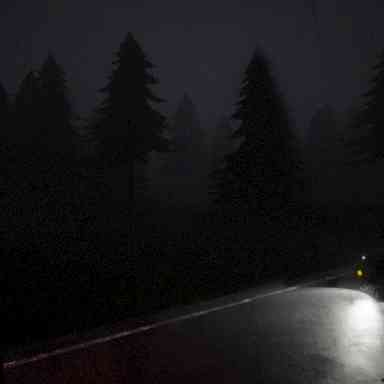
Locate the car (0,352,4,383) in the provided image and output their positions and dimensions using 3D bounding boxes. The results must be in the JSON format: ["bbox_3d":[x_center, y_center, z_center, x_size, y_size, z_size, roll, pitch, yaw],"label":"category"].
[{"bbox_3d":[-3.906,1.225,1.259,5.566,2.045,2.150,0,0,-34],"label":"car"}]

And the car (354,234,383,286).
[{"bbox_3d":[5.882,1.554,8.272,4.181,1.385,1.994,0,0,-36],"label":"car"}]
